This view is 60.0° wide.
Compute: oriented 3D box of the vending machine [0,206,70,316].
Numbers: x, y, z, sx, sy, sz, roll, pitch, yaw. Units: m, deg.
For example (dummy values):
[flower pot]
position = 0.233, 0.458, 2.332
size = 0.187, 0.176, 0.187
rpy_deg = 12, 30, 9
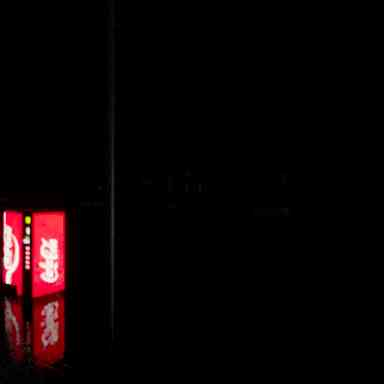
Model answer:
[vending machine]
position = -3.414, 1.379, 7.240
size = 0.880, 2.100, 1.100
rpy_deg = 0, 0, 35
